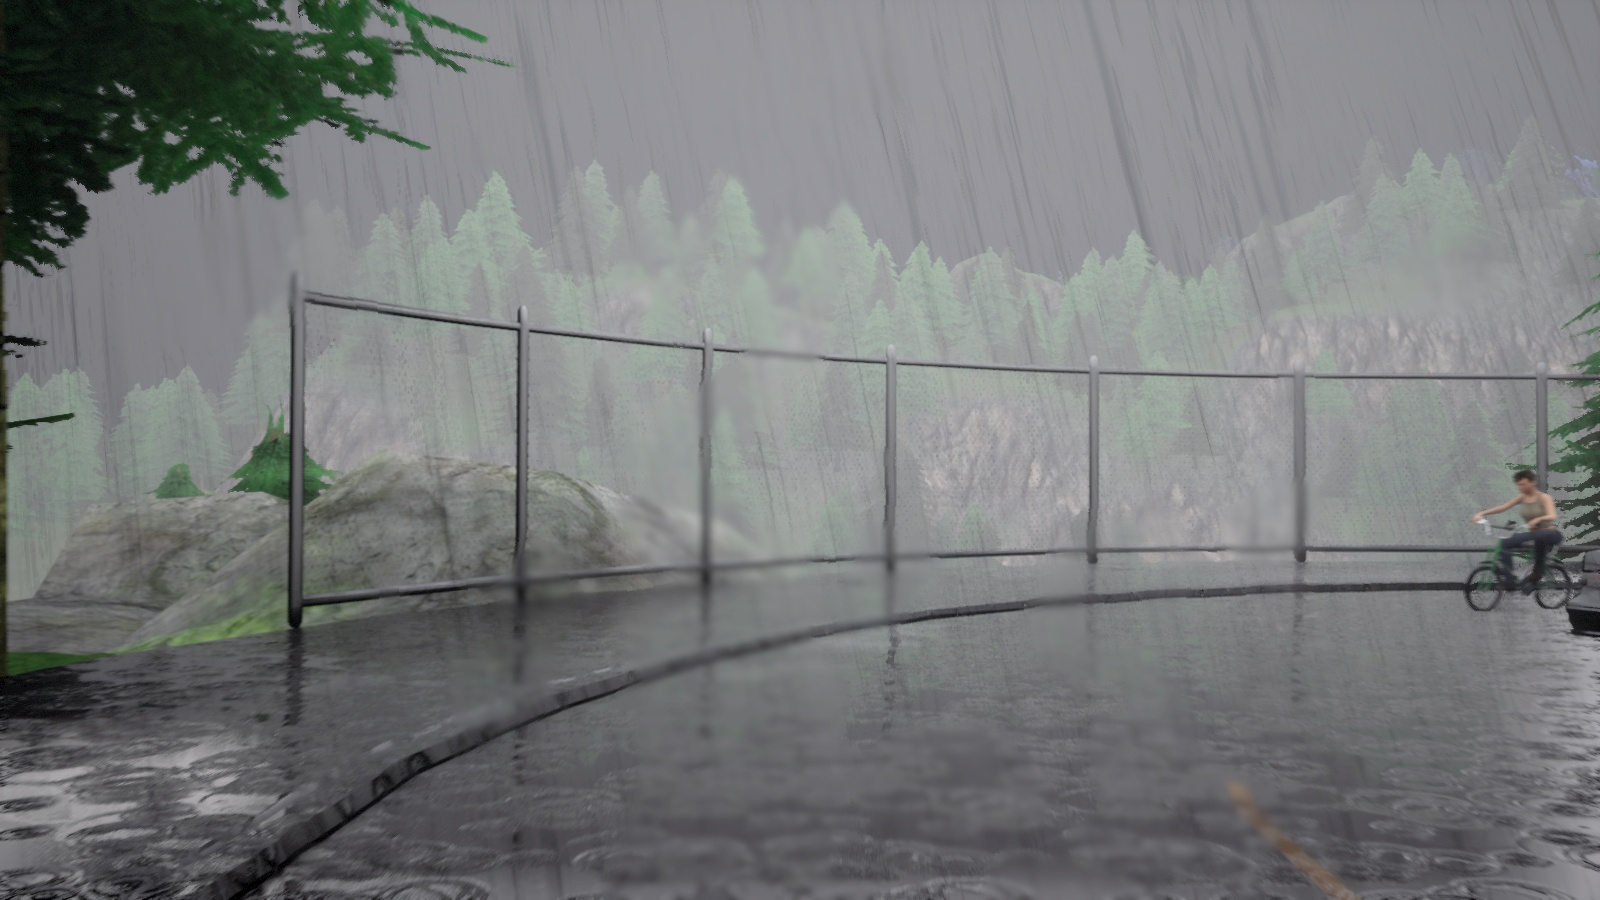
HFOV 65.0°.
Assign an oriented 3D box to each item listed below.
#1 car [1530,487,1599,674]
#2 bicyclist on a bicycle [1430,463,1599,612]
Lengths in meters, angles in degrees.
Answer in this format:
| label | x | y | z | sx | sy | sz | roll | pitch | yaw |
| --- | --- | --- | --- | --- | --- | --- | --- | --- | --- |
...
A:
| label | x | y | z | sx | sy | sz | roll | pitch | yaw |
| --- | --- | --- | --- | --- | --- | --- | --- | --- | --- |
| car | 8.707 | 1.004 | 10.404 | 5.357 | 1.411 | 2.033 | 0 | -1 | -28 |
| bicyclist on a bicycle | 8.131 | 0.961 | 14.301 | 1.509 | 1.612 | 0.866 | 0 | 1 | -16 |
